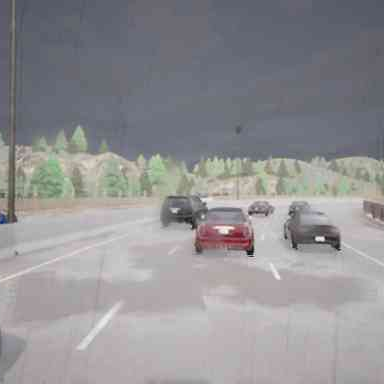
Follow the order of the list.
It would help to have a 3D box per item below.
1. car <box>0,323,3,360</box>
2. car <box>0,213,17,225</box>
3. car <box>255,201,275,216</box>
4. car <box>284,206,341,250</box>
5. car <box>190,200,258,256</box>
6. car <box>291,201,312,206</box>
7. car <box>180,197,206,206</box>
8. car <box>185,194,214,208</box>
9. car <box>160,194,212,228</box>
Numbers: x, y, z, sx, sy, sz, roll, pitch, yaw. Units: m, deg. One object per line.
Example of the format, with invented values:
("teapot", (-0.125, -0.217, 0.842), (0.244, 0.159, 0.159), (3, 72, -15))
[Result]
("car", (-3.235, 1.494, 2.030), (1.837, 1.490, 4.892), (0, 0, 2))
("car", (-9.393, 1.467, 13.612), (1.882, 1.535, 5.008), (0, 0, 9))
("car", (6.928, 1.607, 32.999), (2.033, 1.411, 5.357), (0, 0, 23))
("car", (5.100, 1.557, 14.464), (1.812, 1.442, 4.674), (0, 0, 10))
("car", (1.411, 1.373, 13.495), (2.097, 1.767, 4.553), (0, 0, 9))
("car", (10.786, 1.607, 33.103), (2.033, 1.411, 5.357), (0, 0, 24))
("car", (0.232, 1.637, 57.636), (2.128, 1.511, 4.902), (0, 0, 34))
("car", (1.255, 1.345, 52.822), (2.150, 2.045, 5.566), (0, 0, 32))
("car", (-0.364, 1.252, 22.173), (2.150, 2.045, 5.566), (0, 0, 14))
